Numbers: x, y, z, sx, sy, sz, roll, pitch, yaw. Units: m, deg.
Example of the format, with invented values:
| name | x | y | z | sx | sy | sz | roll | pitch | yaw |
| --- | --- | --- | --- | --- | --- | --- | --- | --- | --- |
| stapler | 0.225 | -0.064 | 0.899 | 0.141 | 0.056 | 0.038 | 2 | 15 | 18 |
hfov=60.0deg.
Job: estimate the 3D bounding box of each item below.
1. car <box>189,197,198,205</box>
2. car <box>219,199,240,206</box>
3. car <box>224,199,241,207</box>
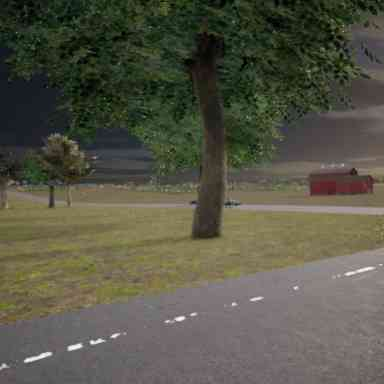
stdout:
| name | x | y | z | sx | sy | sz | roll | pitch | yaw |
| --- | --- | --- | --- | --- | --- | --- | --- | --- | --- |
| car | 1.307 | 2.038 | 77.326 | 2.097 | 1.767 | 4.553 | -3 | 0 | -38 |
| car | 7.711 | 2.099 | 69.030 | 1.994 | 1.385 | 4.181 | -3 | 1 | -38 |
| car | 7.288 | 2.084 | 63.784 | 1.882 | 1.535 | 5.008 | -3 | 1 | -37 |
